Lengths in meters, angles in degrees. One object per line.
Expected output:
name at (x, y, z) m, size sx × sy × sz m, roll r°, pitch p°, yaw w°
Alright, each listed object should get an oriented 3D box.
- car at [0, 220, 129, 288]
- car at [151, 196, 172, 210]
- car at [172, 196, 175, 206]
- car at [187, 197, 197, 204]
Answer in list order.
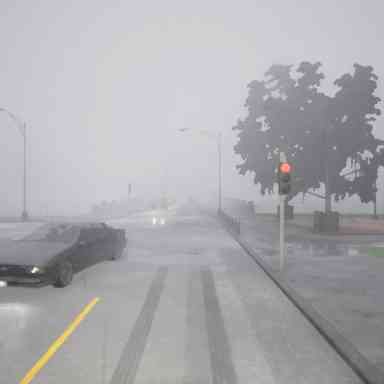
car at (-3.536, 1.547, 9.616) m, size 2.033 × 1.411 × 5.357 m, roll 0°, pitch 0°, yaw 10°
car at (-4.074, 1.491, 42.246) m, size 2.128 × 1.511 × 4.902 m, roll 0°, pitch 0°, yaw 0°
car at (-4.062, 1.477, 51.794) m, size 1.882 × 1.535 × 5.008 m, roll 0°, pitch 0°, yaw 0°
car at (0.038, 1.547, 61.682) m, size 2.033 × 1.411 × 5.357 m, roll 0°, pitch 0°, yaw 0°
